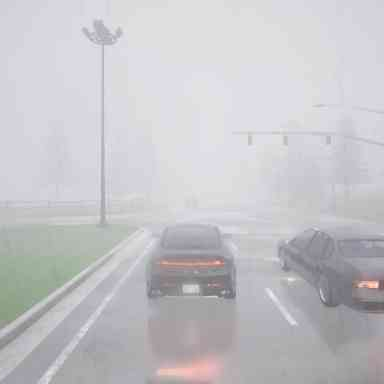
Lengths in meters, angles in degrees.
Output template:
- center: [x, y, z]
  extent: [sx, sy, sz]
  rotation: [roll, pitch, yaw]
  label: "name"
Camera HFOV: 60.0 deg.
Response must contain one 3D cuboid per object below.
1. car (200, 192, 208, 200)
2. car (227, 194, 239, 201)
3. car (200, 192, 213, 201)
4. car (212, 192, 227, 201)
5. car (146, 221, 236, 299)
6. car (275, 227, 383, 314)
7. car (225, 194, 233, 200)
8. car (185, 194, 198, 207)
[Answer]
- center: [3.325, 1.057, 93.029]
  extent: [2.150, 2.045, 5.566]
  rotation: [0, 0, 0]
  label: "car"
- center: [10.344, 1.347, 82.979]
  extent: [2.097, 1.767, 4.553]
  rotation: [0, 0, 0]
  label: "car"
- center: [3.344, 1.347, 82.966]
  extent: [2.097, 1.767, 4.553]
  rotation: [0, 0, 0]
  label: "car"
- center: [6.845, 1.517, 82.586]
  extent: [2.128, 1.511, 4.902]
  rotation: [0, 0, 0]
  label: "car"
- center: [-0.006, 1.505, 8.447]
  extent: [1.837, 1.490, 4.892]
  rotation: [0, 0, 0]
  label: "car"
- center: [3.489, 1.547, 7.894]
  extent: [2.033, 1.411, 5.357]
  rotation: [0, 0, 0]
  label: "car"
- center: [10.325, 1.332, 93.012]
  extent: [1.837, 1.490, 4.892]
  rotation: [0, 0, 0]
  label: "car"
- center: [-0.098, 1.478, 51.952]
  extent: [1.882, 1.535, 5.008]
  rotation: [0, 0, 0]
  label: "car"
